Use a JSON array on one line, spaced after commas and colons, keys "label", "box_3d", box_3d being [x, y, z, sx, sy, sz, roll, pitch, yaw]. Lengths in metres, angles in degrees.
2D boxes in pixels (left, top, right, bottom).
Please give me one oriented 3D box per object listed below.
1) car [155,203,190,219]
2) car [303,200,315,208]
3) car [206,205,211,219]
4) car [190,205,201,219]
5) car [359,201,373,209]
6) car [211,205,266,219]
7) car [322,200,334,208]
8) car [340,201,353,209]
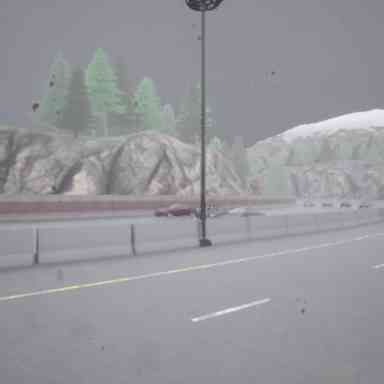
[{"label": "car", "box_3d": [-1.593, 1.934, 34.593, 5.008, 1.535, 1.882, 1, -1, -44]}, {"label": "car", "box_3d": [23.797, 2.440, 67.587, 2.128, 1.511, 4.902, 0, -1, 28]}, {"label": "car", "box_3d": [3.459, 1.892, 29.750, 4.902, 1.511, 2.128, 1, -1, -44]}, {"label": "car", "box_3d": [2.272, 2.011, 33.478, 4.181, 1.385, 1.994, 1, -1, -45]}, {"label": "car", "box_3d": [30.131, 2.308, 57.465, 1.837, 1.490, 4.892, 0, 0, 31]}, {"label": "car", "box_3d": [3.877, 1.868, 25.353, 4.674, 1.442, 1.812, 1, -1, -43]}, {"label": "car", "box_3d": [27.116, 2.404, 66.384, 1.812, 1.442, 4.674, 0, -1, 28]}, {"label": "car", "box_3d": [29.379, 2.393, 63.219, 2.033, 1.411, 5.357, 0, -1, 30]}]
